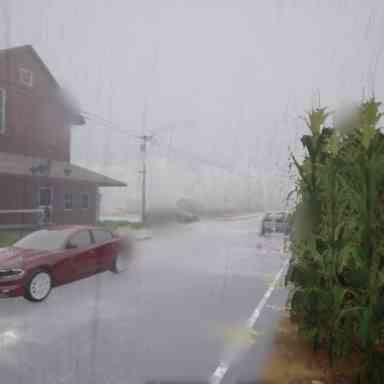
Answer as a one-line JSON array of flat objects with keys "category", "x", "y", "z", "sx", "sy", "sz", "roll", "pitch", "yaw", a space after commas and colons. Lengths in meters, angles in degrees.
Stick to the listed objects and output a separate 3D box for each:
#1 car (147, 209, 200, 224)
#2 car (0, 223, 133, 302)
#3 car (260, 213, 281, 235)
[{"category": "car", "x": -1.992, "y": 2.329, "z": 32.428, "sx": 5.357, "sy": 1.411, "sz": 2.033, "roll": 0, "pitch": -2, "yaw": 26}, {"category": "car", "x": -3.520, "y": 1.654, "z": 9.049, "sx": 1.882, "sy": 1.535, "sz": 5.008, "roll": 1, "pitch": -2, "yaw": 22}, {"category": "car", "x": 6.007, "y": 2.220, "z": 23.477, "sx": 2.128, "sy": 1.511, "sz": 4.902, "roll": 1, "pitch": -2, "yaw": 20}]
